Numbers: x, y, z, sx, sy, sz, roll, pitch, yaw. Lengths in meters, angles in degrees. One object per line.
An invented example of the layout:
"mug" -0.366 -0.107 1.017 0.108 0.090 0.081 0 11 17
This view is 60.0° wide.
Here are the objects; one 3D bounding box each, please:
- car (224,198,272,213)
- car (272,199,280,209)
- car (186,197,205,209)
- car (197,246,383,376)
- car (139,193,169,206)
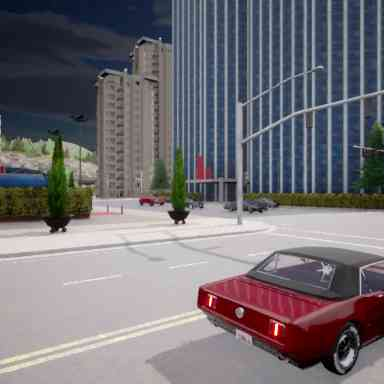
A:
"car" 5.809 1.547 36.699 2.033 1.411 5.357 0 0 -36
"car" 9.334 1.491 44.048 2.128 1.511 4.902 0 0 -36
"car" -0.295 1.505 45.106 1.837 1.490 4.892 0 0 -36
"car" 2.493 1.601 5.586 4.718 1.301 1.895 0 0 -35
"car" -6.562 1.221 53.766 2.150 2.045 5.566 0 0 -36
